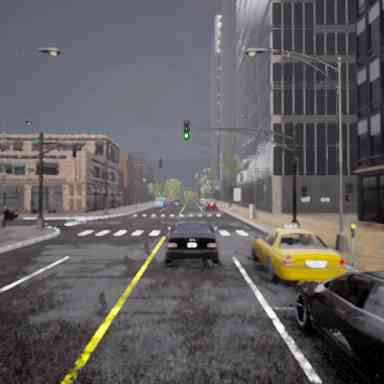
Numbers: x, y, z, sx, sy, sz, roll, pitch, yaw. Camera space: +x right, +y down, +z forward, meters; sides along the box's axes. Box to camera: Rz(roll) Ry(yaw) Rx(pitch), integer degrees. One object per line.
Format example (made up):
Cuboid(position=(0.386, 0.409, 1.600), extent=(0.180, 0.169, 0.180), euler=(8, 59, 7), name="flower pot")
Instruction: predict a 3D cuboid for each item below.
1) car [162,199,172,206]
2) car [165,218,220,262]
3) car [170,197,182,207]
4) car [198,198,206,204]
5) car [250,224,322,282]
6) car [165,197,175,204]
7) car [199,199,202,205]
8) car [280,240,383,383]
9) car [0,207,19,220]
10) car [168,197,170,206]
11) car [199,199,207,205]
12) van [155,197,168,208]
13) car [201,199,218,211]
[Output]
Cuboid(position=(-5.664, 2.331, 75.366), extent=(1.947, 1.339, 4.313), euler=(1, -1, 0), name="car")
Cuboid(position=(0.015, 1.675, 12.551), extent=(2.033, 1.411, 5.357), euler=(0, -1, 0), name="car")
Cuboid(position=(-2.991, 2.209, 67.401), extent=(1.812, 1.442, 4.674), euler=(0, -1, 0), name="car")
Cuboid(position=(2.720, 2.479, 91.956), extent=(1.887, 1.381, 4.507), euler=(1, -1, 0), name="car")
Cuboid(position=(2.842, 1.627, 9.904), extent=(1.752, 1.417, 4.829), euler=(1, -1, 0), name="car")
Cuboid(position=(-5.658, 2.193, 86.437), extent=(2.192, 1.841, 5.009), euler=(1, -1, 0), name="car")
Cuboid(position=(2.717, 2.292, 75.523), extent=(1.752, 1.417, 4.829), euler=(1, -1, 0), name="car")
Cuboid(position=(2.670, 1.609, 4.090), extent=(1.947, 1.339, 4.313), euler=(1, -1, 0), name="car")
Cuboid(position=(-19.411, 2.135, 32.810), extent=(4.313, 1.339, 1.947), euler=(-1, -1, 1), name="car")
Cuboid(position=(-5.665, 2.291, 69.832), extent=(1.802, 1.307, 4.206), euler=(1, -1, 0), name="car")
Cuboid(position=(2.719, 2.348, 81.057), extent=(1.752, 1.417, 4.829), euler=(1, -1, 0), name="car")
Cuboid(position=(-5.663, 1.938, 58.766), extent=(1.690, 1.788, 3.998), euler=(1, -1, 0), name="van")
Cuboid(position=(2.713, 1.924, 47.680), extent=(1.967, 1.590, 4.097), euler=(1, -1, 0), name="car")
